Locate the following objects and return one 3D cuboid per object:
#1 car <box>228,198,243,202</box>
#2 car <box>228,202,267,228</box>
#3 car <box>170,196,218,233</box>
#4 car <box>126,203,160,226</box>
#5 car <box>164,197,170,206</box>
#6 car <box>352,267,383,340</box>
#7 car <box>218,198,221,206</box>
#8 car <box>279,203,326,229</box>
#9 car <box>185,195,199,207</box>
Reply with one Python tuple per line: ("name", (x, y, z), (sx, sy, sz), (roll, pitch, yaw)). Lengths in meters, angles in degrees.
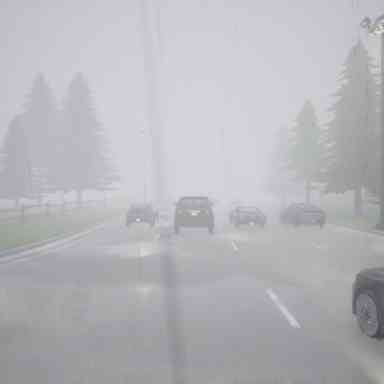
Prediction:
("car", (7.008, 1.573, 53.687), (1.994, 1.385, 4.181), (0, 0, 0))
("car", (3.603, 1.604, 22.391), (1.895, 1.301, 4.718), (0, 0, 0))
("car", (0.103, 1.225, 19.698), (2.150, 2.045, 5.566), (0, 0, 0))
("car", (-3.397, 1.509, 23.375), (1.837, 1.490, 4.892), (0, 0, 0))
("car", (-3.492, 1.557, 53.298), (2.033, 1.411, 5.357), (0, 0, 0))
("car", (3.601, 1.492, 3.667), (2.128, 1.511, 4.902), (0, 0, 0))
("car", (3.508, 1.501, 53.297), (2.128, 1.511, 4.902), (0, 0, 0))
("car", (7.103, 1.495, 21.870), (2.128, 1.511, 4.902), (0, 0, 0))
("car", (0.008, 1.361, 53.684), (2.097, 1.767, 4.553), (0, 0, 0))
